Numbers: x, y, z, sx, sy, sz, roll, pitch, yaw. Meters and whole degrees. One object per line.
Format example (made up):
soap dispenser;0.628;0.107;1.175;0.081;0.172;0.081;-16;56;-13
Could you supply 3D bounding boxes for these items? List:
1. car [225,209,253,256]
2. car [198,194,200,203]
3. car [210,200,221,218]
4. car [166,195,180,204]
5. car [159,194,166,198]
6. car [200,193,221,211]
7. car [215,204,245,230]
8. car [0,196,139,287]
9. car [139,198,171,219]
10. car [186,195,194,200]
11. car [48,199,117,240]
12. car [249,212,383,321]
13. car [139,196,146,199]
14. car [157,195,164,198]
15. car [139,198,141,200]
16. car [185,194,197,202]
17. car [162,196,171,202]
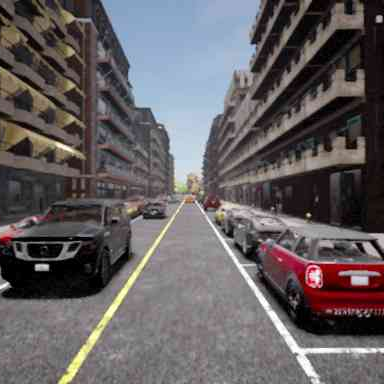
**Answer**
car;2.630;1.556;12.817;2.008;1.369;4.403;1;0;0
car;2.637;1.283;60.095;2.150;2.045;5.566;0;0;0
car;2.561;1.542;24.122;1.752;1.417;4.829;1;0;0
car;-3.413;1.444;65.212;2.097;1.767;4.553;0;0;0
car;-6.092;1.406;68.476;2.192;1.841;5.009;1;0;0
car;2.461;1.350;40.656;2.192;1.841;5.009;1;0;0
car;2.596;1.561;18.384;2.008;1.369;4.403;1;0;0
car;-3.152;1.240;9.714;2.150;2.045;5.566;0;0;0
car;-3.197;1.544;29.457;1.837;1.490;4.892;0;-1;0
car;-0.552;1.469;90.917;1.882;1.535;5.008;0;0;0
car;-5.782;1.347;18.367;2.192;1.841;5.009;1;0;0
car;2.666;1.440;7.249;1.967;1.590;4.097;1;0;0
car;-5.886;1.364;35.070;2.192;1.841;5.009;1;0;0
car;-5.991;1.635;51.773;1.947;1.339;4.313;1;0;0
car;-5.852;1.568;29.332;1.752;1.417;4.829;1;0;0
car;-0.444;1.302;73.288;2.097;1.767;4.553;0;0;0
car;-6.164;1.688;79.612;1.802;1.307;4.206;1;0;0
